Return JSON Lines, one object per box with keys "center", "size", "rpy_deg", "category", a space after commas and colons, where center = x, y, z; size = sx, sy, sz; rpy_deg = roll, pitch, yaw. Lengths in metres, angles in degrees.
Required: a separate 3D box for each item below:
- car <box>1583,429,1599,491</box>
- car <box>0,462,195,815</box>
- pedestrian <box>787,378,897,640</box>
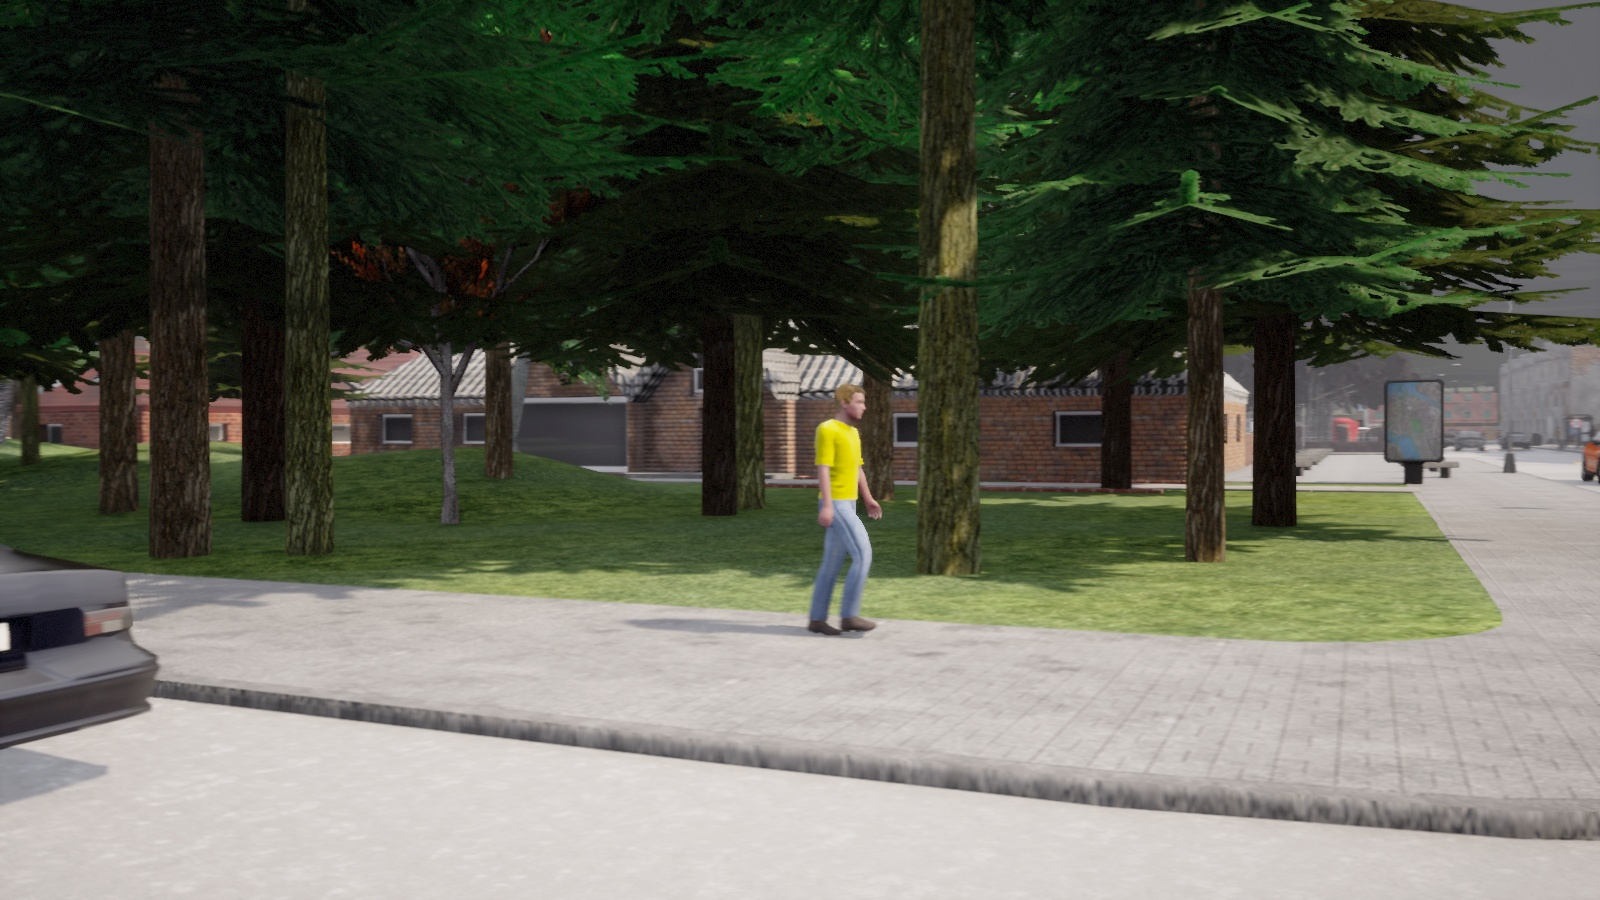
{"center": [24.052, 0.274, 36.028], "size": [2.097, 1.767, 4.553], "rpy_deg": [1, 1, 25], "category": "car"}
{"center": [-5.741, 0.767, 6.181], "size": [5.357, 1.411, 2.033], "rpy_deg": [1, 1, 25], "category": "car"}
{"center": [0.304, 0.412, 9.088], "size": [0.706, 1.836, 0.354], "rpy_deg": [1, 1, 22], "category": "pedestrian"}
